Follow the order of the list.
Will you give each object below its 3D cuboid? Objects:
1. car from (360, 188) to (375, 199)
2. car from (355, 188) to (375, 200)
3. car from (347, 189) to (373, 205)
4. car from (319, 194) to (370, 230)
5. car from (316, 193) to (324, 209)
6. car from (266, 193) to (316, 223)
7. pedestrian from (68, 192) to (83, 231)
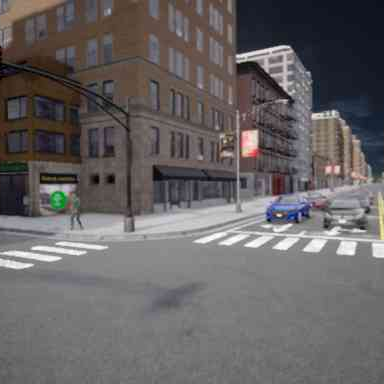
[{"bbox_3d":[17.421,0.499,34.114,1.837,1.490,4.892,0,2,29],"label":"car"},{"bbox_3d":[22.519,0.213,43.143,2.128,1.511,4.902,0,2,30],"label":"car"},{"bbox_3d":[12.533,0.762,25.379,1.837,1.490,4.892,0,2,29],"label":"car"},{"bbox_3d":[8.025,1.026,17.304,1.812,1.442,4.674,0,2,29],"label":"car"},{"bbox_3d":[10.321,0.780,28.085,1.994,1.385,4.181,0,2,29],"label":"car"},{"bbox_3d":[5.960,0.929,20.257,1.882,1.535,5.008,0,2,29],"label":"car"},{"bbox_3d":[-5.372,0.857,15.437,0.375,1.860,0.375,0,1,29],"label":"pedestrian"}]
